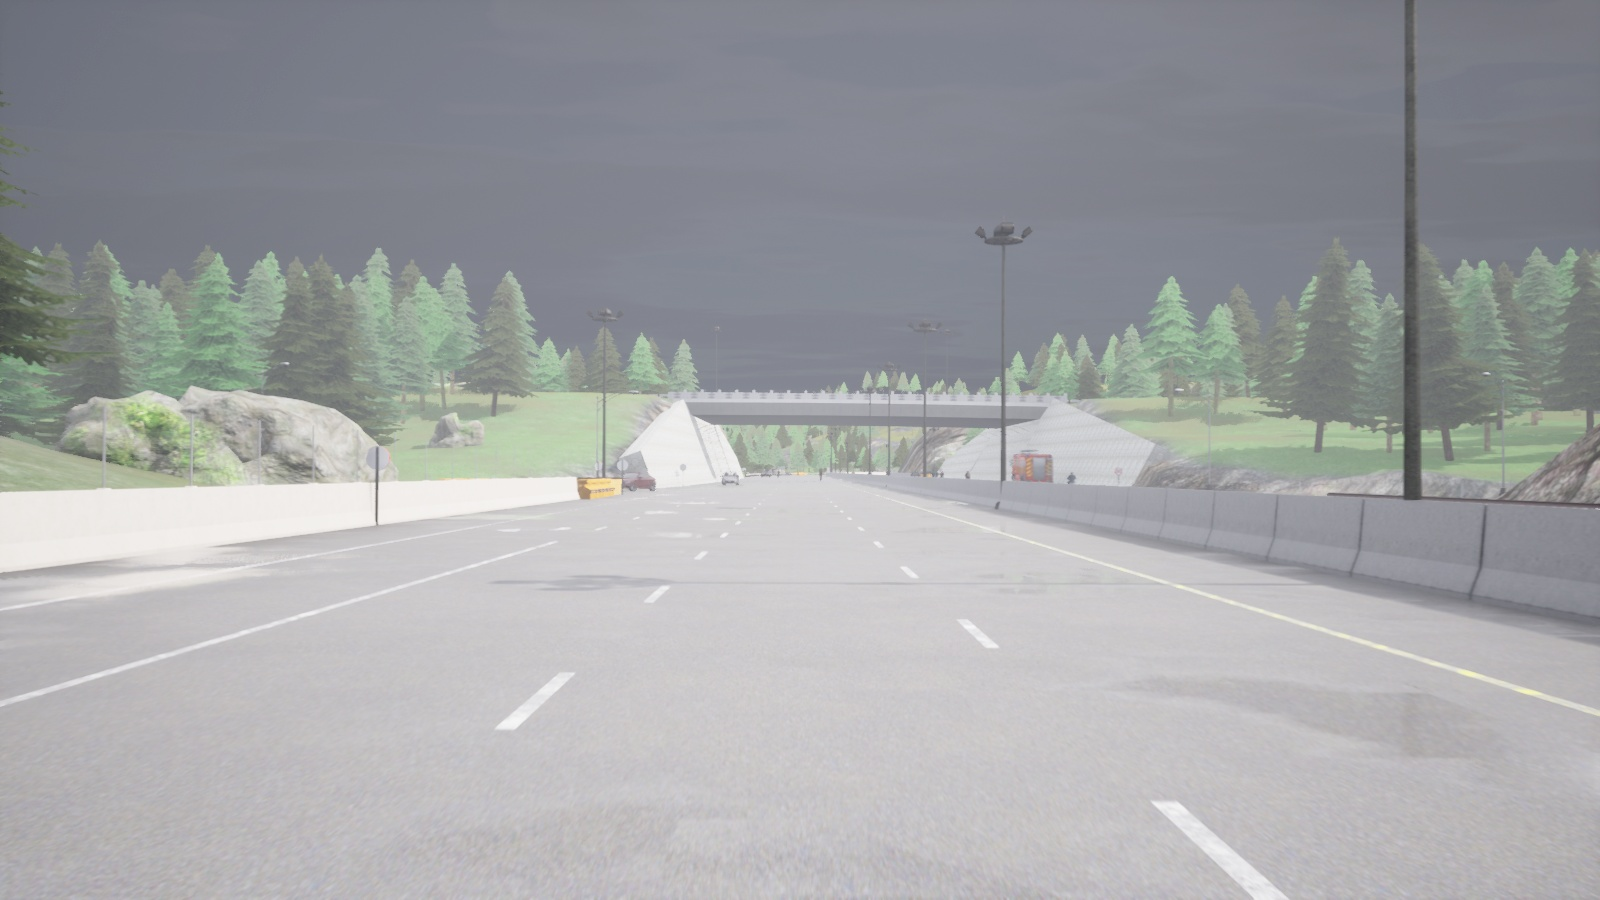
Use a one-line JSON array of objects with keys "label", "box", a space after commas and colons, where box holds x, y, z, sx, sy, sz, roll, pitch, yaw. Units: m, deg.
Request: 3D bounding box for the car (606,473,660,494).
[{"label": "car", "box": [-12.174, 2.423, 91.882, 1.812, 1.442, 4.674, -1, -1, 23]}]
